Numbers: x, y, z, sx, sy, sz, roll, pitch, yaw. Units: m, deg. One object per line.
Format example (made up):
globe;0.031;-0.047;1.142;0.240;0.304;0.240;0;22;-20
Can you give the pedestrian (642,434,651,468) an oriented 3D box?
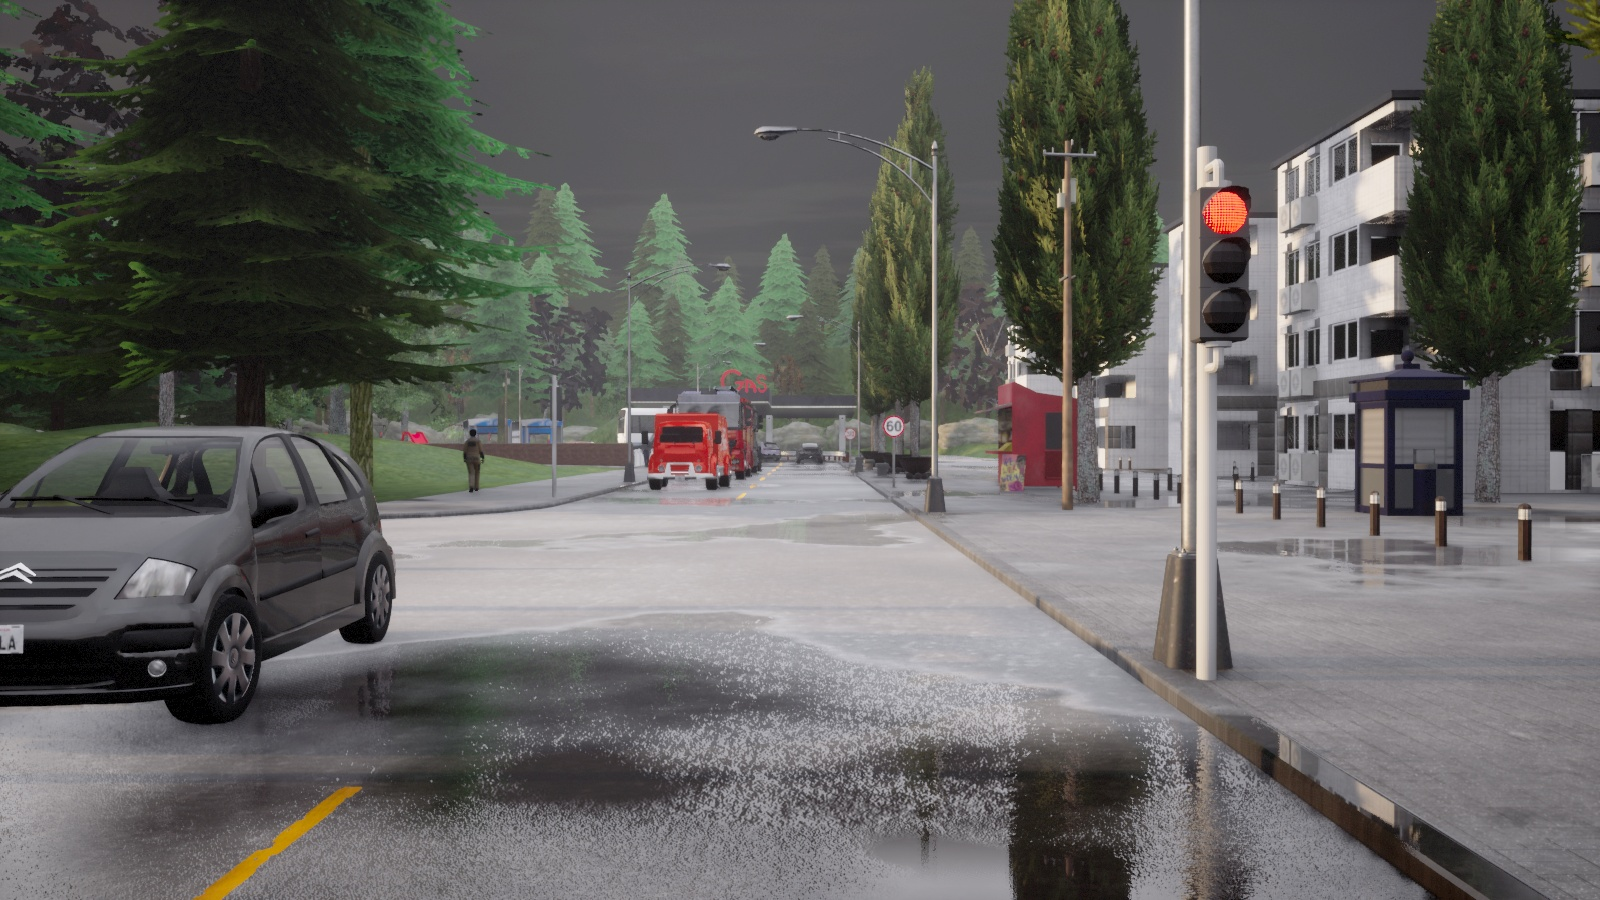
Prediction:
pedestrian;-8.720;0.047;71.226;0.423;1.949;0.788;0;0;1

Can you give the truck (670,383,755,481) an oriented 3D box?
truck;-3.575;-0.721;53.228;2.891;3.827;8.468;0;0;1

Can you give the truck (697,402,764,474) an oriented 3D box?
truck;-3.469;-0.603;64.590;2.891;3.462;7.936;0;0;1

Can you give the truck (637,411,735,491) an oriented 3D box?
truck;-3.652;0.024;41.332;2.627;2.467;5.204;0;0;1

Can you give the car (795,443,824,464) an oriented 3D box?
car;0.656;0.235;91.650;1.837;1.490;4.892;0;0;-2

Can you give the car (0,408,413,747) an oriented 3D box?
car;-3.923;0.596;7.976;1.851;1.617;3.988;0;0;-2

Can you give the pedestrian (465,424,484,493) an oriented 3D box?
pedestrian;-9.209;0.248;35.496;0.396;1.930;0.692;0;0;-4
